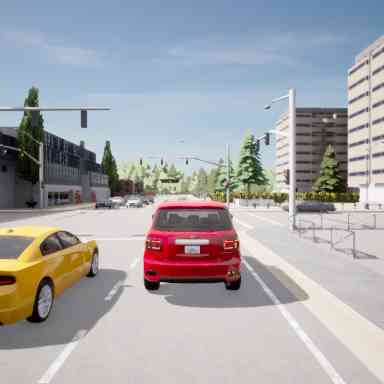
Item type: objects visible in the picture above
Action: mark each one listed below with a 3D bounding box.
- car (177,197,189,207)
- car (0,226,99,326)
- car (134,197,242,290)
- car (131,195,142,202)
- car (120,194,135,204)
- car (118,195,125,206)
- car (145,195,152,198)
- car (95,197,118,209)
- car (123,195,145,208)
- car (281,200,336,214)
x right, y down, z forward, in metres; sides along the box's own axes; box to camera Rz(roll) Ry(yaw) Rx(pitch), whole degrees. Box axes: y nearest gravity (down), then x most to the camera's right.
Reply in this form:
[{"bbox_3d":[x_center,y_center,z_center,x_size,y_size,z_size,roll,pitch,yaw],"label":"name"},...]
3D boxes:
[{"bbox_3d":[-1.356,1.525,51.042,1.812,1.442,4.674,0,0,-1],"label":"car"},{"bbox_3d":[-3.482,1.478,7.207,1.882,1.535,5.008,0,0,0],"label":"car"},{"bbox_3d":[0.011,1.221,9.196,2.150,2.045,5.566,0,0,0],"label":"car"},{"bbox_3d":[-12.569,1.500,76.010,1.837,1.490,4.892,0,0,-2],"label":"car"},{"bbox_3d":[-12.269,1.353,63.707,2.097,1.767,4.553,0,0,-1],"label":"car"},{"bbox_3d":[-12.035,1.526,53.789,1.812,1.442,4.674,0,0,-1],"label":"car"},{"bbox_3d":[-8.653,1.505,58.741,1.837,1.490,4.892,0,0,-1],"label":"car"},{"bbox_3d":[-11.796,1.564,45.354,1.994,1.385,4.181,0,0,-2],"label":"car"},{"bbox_3d":[-8.385,1.526,48.657,1.812,1.442,4.674,0,0,-1],"label":"car"},{"bbox_3d":[12.103,1.547,34.671,5.357,1.411,2.033,0,0,-2],"label":"car"}]
